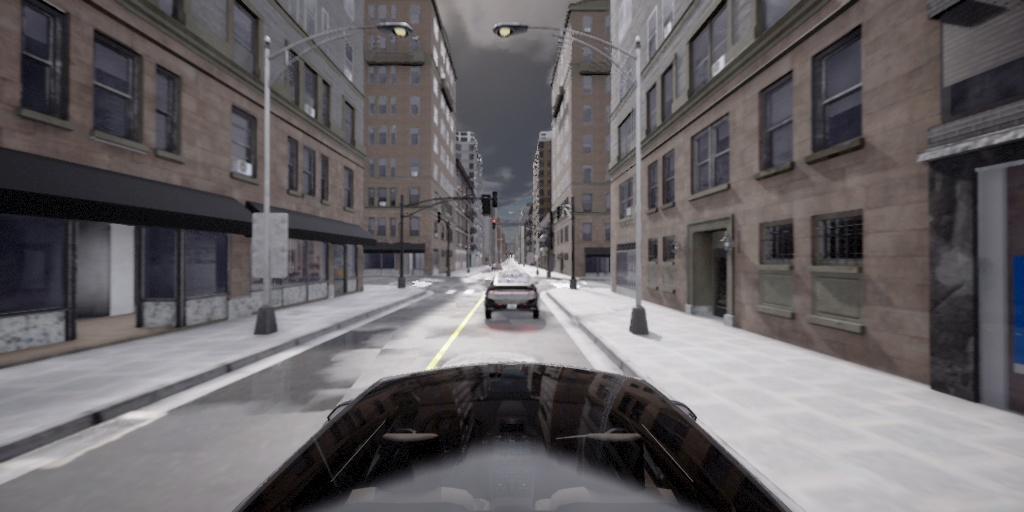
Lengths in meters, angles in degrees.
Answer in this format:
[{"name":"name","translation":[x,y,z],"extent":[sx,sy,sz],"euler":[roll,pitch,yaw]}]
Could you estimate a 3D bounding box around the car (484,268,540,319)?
[{"name":"car","translation":[0.002,1.361,13.410],"extent":[2.128,1.511,4.902],"euler":[0,-1,0]}]
